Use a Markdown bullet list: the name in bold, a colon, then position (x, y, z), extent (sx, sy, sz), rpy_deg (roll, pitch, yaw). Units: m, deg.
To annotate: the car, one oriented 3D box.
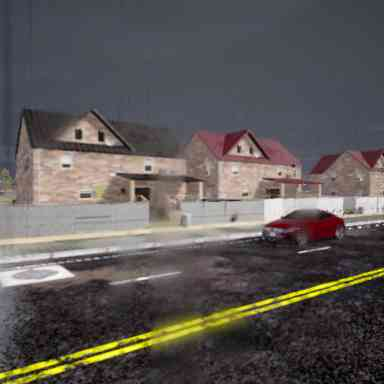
- **car**: position (5.308, 1.532, 15.442), extent (4.674, 1.442, 1.812), rpy_deg (0, 0, -35)
